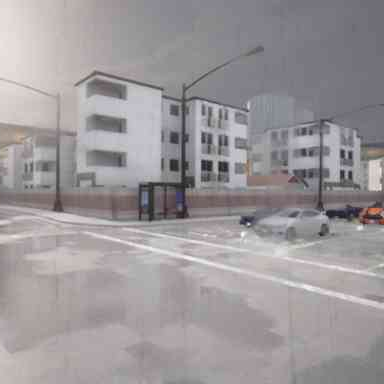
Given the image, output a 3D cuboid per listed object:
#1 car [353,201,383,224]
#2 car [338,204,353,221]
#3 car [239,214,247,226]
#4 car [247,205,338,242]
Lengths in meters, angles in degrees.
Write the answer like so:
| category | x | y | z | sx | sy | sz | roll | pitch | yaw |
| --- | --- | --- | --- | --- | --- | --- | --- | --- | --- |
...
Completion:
| category | x | y | z | sx | sy | sz | roll | pitch | yaw |
| --- | --- | --- | --- | --- | --- | --- | --- | --- | --- |
| car | 13.644 | 1.384 | 23.315 | 4.553 | 1.767 | 2.097 | 0 | 0 | -37 |
| car | 12.993 | 1.628 | 27.248 | 4.718 | 1.301 | 1.895 | 0 | 0 | -37 |
| car | 5.435 | 1.538 | 21.348 | 5.357 | 1.411 | 2.033 | 0 | 0 | -39 |
| car | 5.115 | 1.517 | 16.602 | 4.674 | 1.442 | 1.812 | 1 | 0 | -39 |
